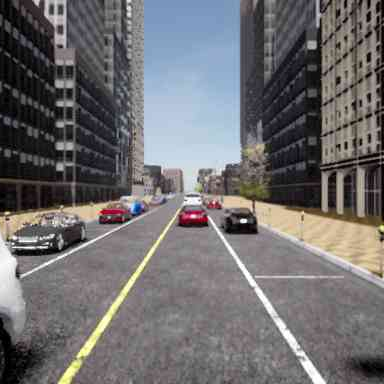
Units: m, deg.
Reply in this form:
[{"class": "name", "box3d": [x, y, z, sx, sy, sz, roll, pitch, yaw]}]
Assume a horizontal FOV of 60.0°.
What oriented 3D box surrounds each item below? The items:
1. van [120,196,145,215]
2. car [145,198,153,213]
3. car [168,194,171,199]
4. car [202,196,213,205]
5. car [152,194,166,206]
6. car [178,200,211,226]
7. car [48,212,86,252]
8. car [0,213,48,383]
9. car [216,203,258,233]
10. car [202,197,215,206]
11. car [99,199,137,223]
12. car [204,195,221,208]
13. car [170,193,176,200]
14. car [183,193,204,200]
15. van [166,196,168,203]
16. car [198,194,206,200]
[{"class": "van", "box3d": [-5.710, 1.297, 30.786, 1.690, 1.788, 3.998, 0, 0, 0]}, {"class": "car", "box3d": [-5.715, 1.529, 36.479, 1.802, 1.307, 4.206, 0, 0, 0]}, {"class": "car", "box3d": [-5.737, 1.460, 64.940, 1.947, 1.339, 4.313, 0, 0, 0]}, {"class": "car", "box3d": [2.648, 1.430, 59.409, 1.752, 1.417, 4.829, 0, 0, 0]}, {"class": "car", "box3d": [-5.728, 1.356, 53.554, 1.967, 1.590, 4.097, 0, 0, 0]}, {"class": "car", "box3d": [0.082, 1.531, 23.329, 1.994, 1.385, 4.181, 0, 0, 0]}, {"class": "car", "box3d": [-5.698, 1.532, 13.710, 2.008, 1.369, 4.403, 0, 0, 0]}, {"class": "car", "box3d": [-3.100, 1.219, 1.809, 2.150, 2.045, 5.566, 0, 0, 0]}, {"class": "car", "box3d": [2.679, 1.539, 19.396, 1.947, 1.339, 4.313, 0, 0, 0]}, {"class": "car", "box3d": [2.652, 1.498, 53.547, 1.802, 1.307, 4.206, 0, 0, 0]}, {"class": "car", "box3d": [-5.706, 1.510, 25.094, 1.887, 1.381, 4.507, 0, 0, 0]}, {"class": "car", "box3d": [2.662, 1.377, 42.162, 1.967, 1.590, 4.097, 0, 0, 0]}, {"class": "car", "box3d": [-5.754, 1.374, 87.537, 1.752, 1.417, 4.829, 0, 0, 0]}, {"class": "car", "box3d": [0.067, 1.156, 40.917, 2.150, 2.045, 5.566, 0, -1, 0]}, {"class": "van", "box3d": [-5.731, 1.246, 59.247, 1.690, 1.788, 3.998, 0, 0, 0]}, {"class": "car", "box3d": [2.626, 1.288, 87.698, 1.967, 1.590, 4.097, 0, 0, 0]}]
